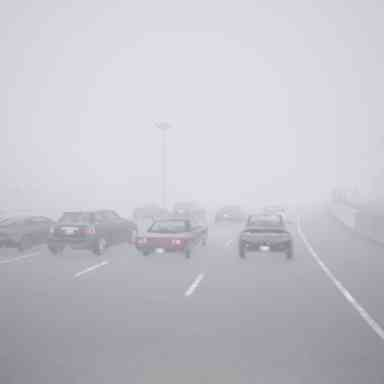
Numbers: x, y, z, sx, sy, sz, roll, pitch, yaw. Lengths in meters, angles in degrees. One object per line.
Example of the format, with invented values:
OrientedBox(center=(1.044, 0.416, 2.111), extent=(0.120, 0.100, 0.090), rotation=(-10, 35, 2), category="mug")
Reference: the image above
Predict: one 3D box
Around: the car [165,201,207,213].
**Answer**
OrientedBox(center=(-0.227, 1.599, 28.116), extent=(2.097, 1.767, 4.553), rotation=(-1, -1, 18), category="car")

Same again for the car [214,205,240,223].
OrientedBox(center=(3.168, 1.778, 27.228), extent=(1.994, 1.385, 4.181), rotation=(-1, 0, 18), category="car")

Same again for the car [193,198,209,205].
OrientedBox(center=(2.059, 2.202, 76.171), extent=(1.994, 1.385, 4.181), rotation=(-1, -1, 30), category="car")

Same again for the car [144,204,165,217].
OrientedBox(center=(-3.499, 1.779, 29.362), extent=(2.128, 1.511, 4.902), rotation=(-1, 0, 18), category="car")

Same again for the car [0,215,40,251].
OrientedBox(center=(-7.365, 1.759, 15.259), extent=(1.994, 1.385, 4.181), rotation=(-1, 0, 13), category="car")

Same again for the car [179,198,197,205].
OrientedBox(center=(-0.890, 2.217, 78.058), extent=(2.128, 1.511, 4.902), rotation=(-1, -1, 30), category="car")

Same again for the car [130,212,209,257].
OrientedBox(center=(-0.589, 1.725, 13.518), extent=(1.895, 1.301, 4.718), rotation=(-1, 0, 13), category="car")

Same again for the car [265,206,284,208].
OrientedBox(center=(6.460, 1.777, 26.047), extent=(1.895, 1.301, 4.718), rotation=(-1, 0, 18), category="car")

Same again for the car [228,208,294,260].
OrientedBox(center=(2.866, 1.583, 12.904), extent=(2.128, 1.511, 4.902), rotation=(-1, 0, 13), category="car")

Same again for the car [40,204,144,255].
OrientedBox(center=(-4.005, 1.509, 14.287), extent=(2.097, 1.767, 4.553), rotation=(-1, -1, 13), category="car")

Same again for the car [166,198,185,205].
OrientedBox(center=(-3.845, 2.258, 79.944), extent=(2.128, 1.511, 4.902), rotation=(-1, -1, 30), category="car")
